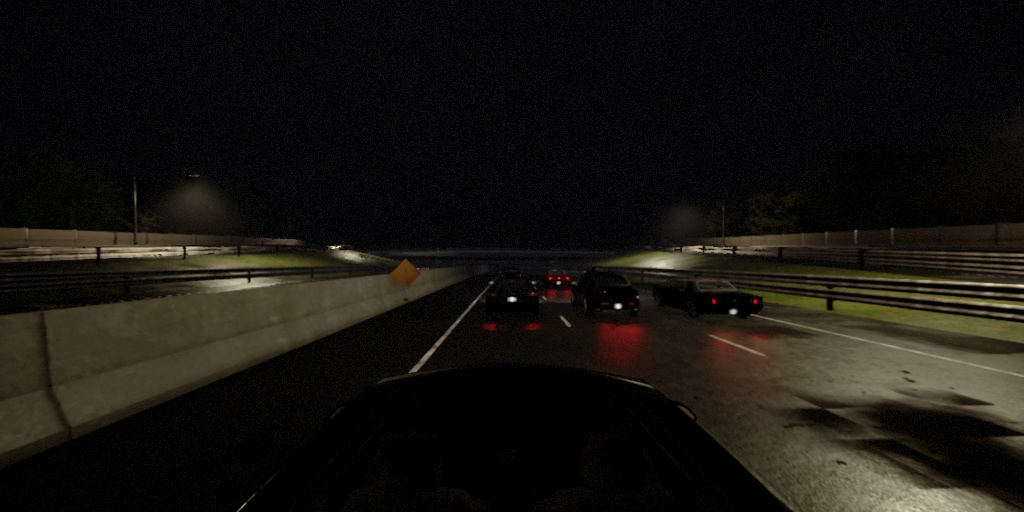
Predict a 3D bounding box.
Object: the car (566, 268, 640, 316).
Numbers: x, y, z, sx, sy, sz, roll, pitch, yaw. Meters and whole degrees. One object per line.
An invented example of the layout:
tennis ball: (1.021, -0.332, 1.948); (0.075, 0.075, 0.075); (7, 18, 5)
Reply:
car: (3.525, 1.420, 14.234); (1.837, 1.490, 4.892); (0, 0, 1)

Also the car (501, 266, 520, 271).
car: (-0.039, 1.669, 29.881); (1.812, 1.442, 4.674); (0, -1, 0)

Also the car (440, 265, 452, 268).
car: (-10.907, 2.275, 59.921); (2.128, 1.511, 4.902); (0, -1, 0)

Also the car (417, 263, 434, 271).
car: (-14.401, 2.130, 59.688); (2.097, 1.767, 4.553); (0, -1, 0)

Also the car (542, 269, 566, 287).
car: (3.456, 1.724, 28.611); (1.895, 1.301, 4.718); (0, -1, 0)

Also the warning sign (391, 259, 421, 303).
warning sign: (-4.573, 1.046, 15.461); (1.300, 1.860, 1.060); (0, 0, 0)

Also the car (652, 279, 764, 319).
car: (7.020, 1.507, 13.571); (1.895, 1.301, 4.718); (0, -1, 0)

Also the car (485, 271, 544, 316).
car: (0.027, 1.480, 14.324); (1.994, 1.385, 4.181); (0, -1, 1)
